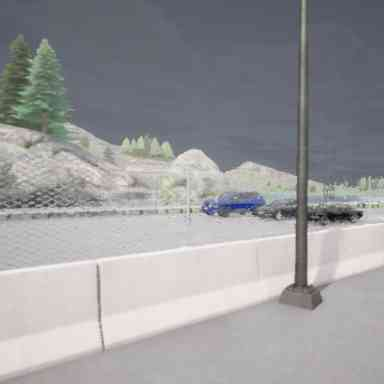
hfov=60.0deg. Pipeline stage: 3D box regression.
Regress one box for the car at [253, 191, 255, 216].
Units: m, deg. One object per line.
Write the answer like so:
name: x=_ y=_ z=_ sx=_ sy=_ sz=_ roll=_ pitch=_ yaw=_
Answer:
car: x=3.478 y=0.951 z=26.920 sx=5.566 sy=2.045 sz=2.150 roll=1 pitch=0 yaw=-30
